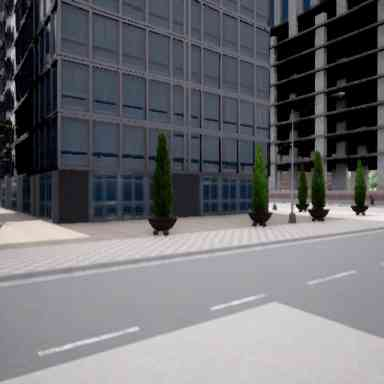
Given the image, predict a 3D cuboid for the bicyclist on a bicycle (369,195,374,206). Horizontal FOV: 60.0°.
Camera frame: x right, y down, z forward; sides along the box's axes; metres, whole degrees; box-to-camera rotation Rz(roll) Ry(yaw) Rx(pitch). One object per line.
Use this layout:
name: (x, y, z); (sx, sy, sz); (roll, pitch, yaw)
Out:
bicyclist on a bicycle: (27.726, 1.329, 51.290); (1.656, 1.620, 0.582); (0, 0, -36)
